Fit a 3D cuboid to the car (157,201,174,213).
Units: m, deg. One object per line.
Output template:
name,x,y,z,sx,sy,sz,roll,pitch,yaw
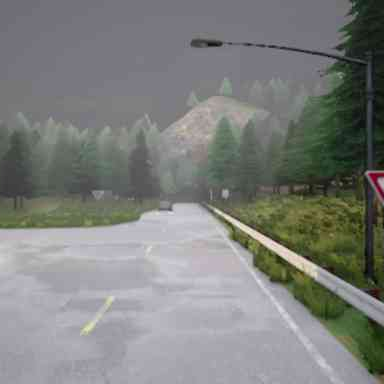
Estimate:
car,-3.499,1.939,44.305,1.837,1.490,4.892,0,0,0
